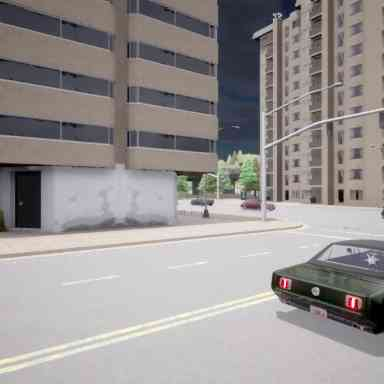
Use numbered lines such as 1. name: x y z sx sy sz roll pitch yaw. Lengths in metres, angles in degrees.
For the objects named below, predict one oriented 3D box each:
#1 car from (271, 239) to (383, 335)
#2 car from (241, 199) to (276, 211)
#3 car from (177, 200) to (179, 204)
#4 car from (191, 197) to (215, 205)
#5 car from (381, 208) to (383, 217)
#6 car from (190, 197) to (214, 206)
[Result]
1. car: 3.814 1.601 6.494 4.718 1.301 1.895 0 0 -35
2. car: 7.775 1.525 39.449 1.812 1.442 4.674 0 0 -36
3. car: -4.066 1.510 55.941 1.837 1.490 4.892 0 0 -36
4. car: 1.882 1.601 59.900 1.895 1.301 4.718 0 0 -35
5. car: 17.347 1.564 26.239 1.994 1.385 4.181 0 0 -36
6. car: 1.533 1.564 54.350 1.994 1.385 4.181 0 0 -36
